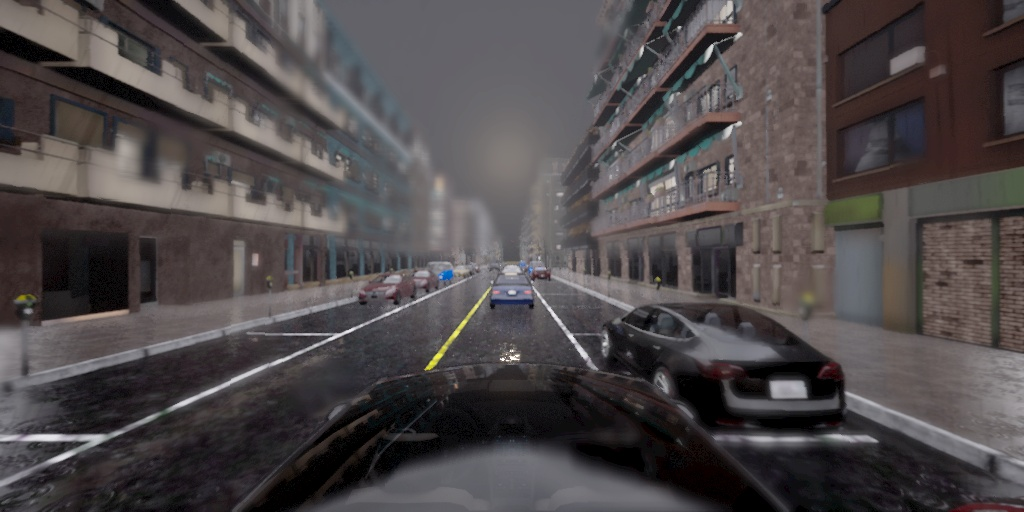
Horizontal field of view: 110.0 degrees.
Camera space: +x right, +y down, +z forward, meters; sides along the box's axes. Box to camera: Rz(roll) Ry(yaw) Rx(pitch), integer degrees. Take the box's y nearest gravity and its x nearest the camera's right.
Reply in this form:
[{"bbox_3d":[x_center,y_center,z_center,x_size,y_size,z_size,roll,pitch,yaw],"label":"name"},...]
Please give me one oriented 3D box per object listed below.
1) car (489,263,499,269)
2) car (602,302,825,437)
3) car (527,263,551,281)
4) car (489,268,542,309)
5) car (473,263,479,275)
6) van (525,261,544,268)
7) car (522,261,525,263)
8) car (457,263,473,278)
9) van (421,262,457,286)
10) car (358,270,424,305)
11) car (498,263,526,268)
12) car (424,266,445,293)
[{"bbox_3d":[-3.008,1.967,63.596,2.033,1.411,5.357,0,-1,0],"label":"car"},{"bbox_3d":[2.689,1.351,5.549,1.948,1.339,4.313,0,0,0],"label":"car"},{"bbox_3d":[2.686,1.619,33.856,1.888,1.381,4.507,0,0,0],"label":"car"},{"bbox_3d":[0.000,1.433,15.836,2.033,1.411,5.357,0,-1,0],"label":"car"},{"bbox_3d":[-5.696,1.766,45.203,1.948,1.339,4.313,0,0,0],"label":"car"},{"bbox_3d":[2.685,1.477,39.516,1.690,1.789,3.998,0,0,0],"label":"van"},{"bbox_3d":[2.791,1.915,56.496,1.802,1.307,4.207,0,0,0],"label":"car"},{"bbox_3d":[-5.695,1.662,39.372,1.751,1.417,4.829,0,0,0],"label":"car"},{"bbox_3d":[-5.694,1.355,28.221,1.690,1.789,3.998,0,0,0],"label":"van"},{"bbox_3d":[-5.693,1.478,16.898,1.802,1.307,4.207,0,0,0],"label":"car"},{"bbox_3d":[0.000,1.572,31.244,1.812,1.442,4.674,0,0,0],"label":"car"},{"bbox_3d":[-5.693,1.536,22.559,1.802,1.307,4.207,0,0,0],"label":"car"}]
